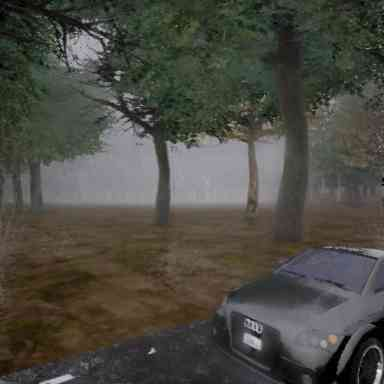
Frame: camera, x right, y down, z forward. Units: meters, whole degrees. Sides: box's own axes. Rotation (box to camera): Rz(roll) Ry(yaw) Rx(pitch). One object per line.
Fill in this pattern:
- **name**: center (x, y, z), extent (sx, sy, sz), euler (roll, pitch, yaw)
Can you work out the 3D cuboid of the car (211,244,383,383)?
- **car**: center (2.326, 1.547, 5.034), extent (4.181, 1.385, 1.994), euler (0, 0, -35)
